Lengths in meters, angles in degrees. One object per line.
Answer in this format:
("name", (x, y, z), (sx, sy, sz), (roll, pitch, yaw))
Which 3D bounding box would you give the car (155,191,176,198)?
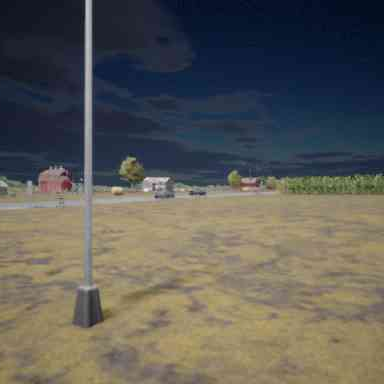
("car", (-4.774, 0.423, 60.044), (1.994, 1.385, 4.181), (2, 2, 36))

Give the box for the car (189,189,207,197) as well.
("car", (1.284, 0.156, 68.665), (1.837, 1.490, 4.892), (2, 2, 35))

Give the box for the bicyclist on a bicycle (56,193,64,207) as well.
("bicyclist on a bicycle", (-15.247, 0.918, 38.457), (1.656, 1.620, 0.582), (0, 1, 35))
